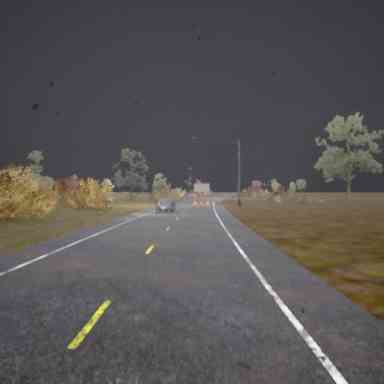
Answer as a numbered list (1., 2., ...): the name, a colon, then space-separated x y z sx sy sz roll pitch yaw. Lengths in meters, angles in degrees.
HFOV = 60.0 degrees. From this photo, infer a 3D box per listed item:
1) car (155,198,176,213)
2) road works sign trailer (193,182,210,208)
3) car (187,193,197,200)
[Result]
1. car: -2.776 1.460 35.887 2.128 1.511 4.902 0 0 3
2. road works sign trailer: 1.364 0.423 47.425 2.380 3.560 2.880 0 0 4
3. car: 0.031 1.001 76.635 2.097 1.767 4.553 0 0 5
